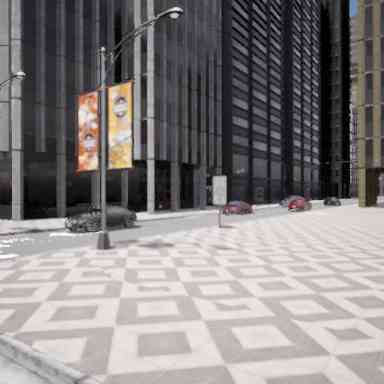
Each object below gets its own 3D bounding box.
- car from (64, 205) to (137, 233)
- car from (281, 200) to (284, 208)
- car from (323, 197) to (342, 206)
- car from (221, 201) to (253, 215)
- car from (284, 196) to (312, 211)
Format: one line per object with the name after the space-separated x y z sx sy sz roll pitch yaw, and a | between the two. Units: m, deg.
-5.328 1.550 20.013 1.812 1.442 4.674 0 0 36 | car
14.403 1.301 47.468 2.097 1.767 4.553 0 0 36 | car
22.569 1.548 53.577 1.812 1.442 4.674 0 0 35 | car
4.549 1.589 33.820 1.994 1.385 4.181 0 0 36 | car
13.116 1.543 40.325 1.812 1.442 4.674 0 0 35 | car
